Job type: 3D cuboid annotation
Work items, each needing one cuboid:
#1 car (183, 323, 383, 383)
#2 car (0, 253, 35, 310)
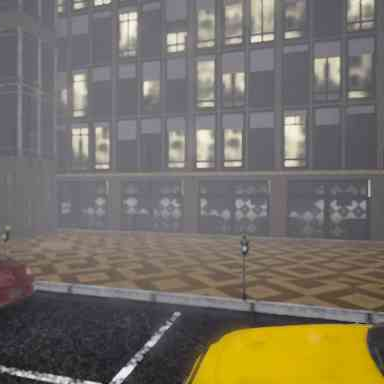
[{"bbox_3d":[2.481,1.467,2.198,5.366,1.575,1.801,0,0,16],"label":"car"},{"bbox_3d":[-4.974,1.563,6.165,4.206,1.307,1.802,0,0,16],"label":"car"}]
